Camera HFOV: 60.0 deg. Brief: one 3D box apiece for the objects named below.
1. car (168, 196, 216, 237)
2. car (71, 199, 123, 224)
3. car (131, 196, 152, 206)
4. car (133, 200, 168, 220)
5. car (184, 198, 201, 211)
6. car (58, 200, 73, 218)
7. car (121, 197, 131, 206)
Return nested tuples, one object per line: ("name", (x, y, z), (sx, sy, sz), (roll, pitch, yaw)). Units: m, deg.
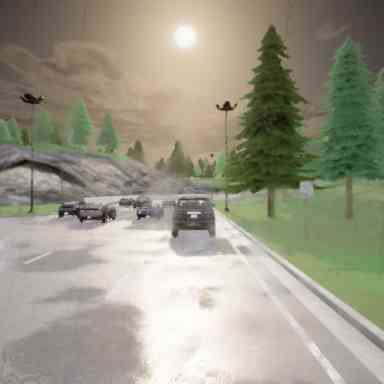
("car", (0.090, 1.227, 18.363), (2.150, 2.045, 5.566), (0, 0, 0))
("car", (-6.911, 1.498, 24.802), (2.128, 1.511, 4.902), (0, 0, 0))
("car", (-6.923, 1.365, 47.802), (2.097, 1.767, 4.553), (0, 0, 0))
("car", (-3.413, 1.609, 28.085), (1.895, 1.301, 4.718), (0, 0, 0))
("car", (0.081, 1.559, 42.350), (2.033, 1.411, 5.357), (0, 0, 0))
("car", (-10.415, 1.513, 29.981), (1.837, 1.490, 4.892), (0, 0, 0))
("car", (-10.423, 1.506, 53.686), (2.128, 1.511, 4.902), (0, 0, 0))
